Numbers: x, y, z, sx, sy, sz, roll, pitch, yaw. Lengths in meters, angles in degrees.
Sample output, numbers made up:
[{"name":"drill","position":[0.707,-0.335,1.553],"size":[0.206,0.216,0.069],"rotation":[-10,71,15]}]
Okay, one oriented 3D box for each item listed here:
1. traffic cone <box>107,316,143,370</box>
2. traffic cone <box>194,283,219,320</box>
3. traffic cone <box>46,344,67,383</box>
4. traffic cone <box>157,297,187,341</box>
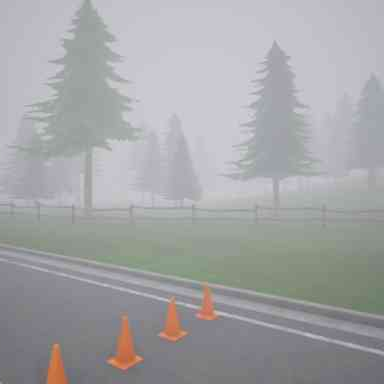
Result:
[{"name":"traffic cone","position":[-0.891,1.955,4.423],"size":[0.340,0.580,0.340],"rotation":[0,0,36]},{"name":"traffic cone","position":[0.272,1.956,6.051],"size":[0.340,0.580,0.340],"rotation":[0,0,36]},{"name":"traffic cone","position":[-1.472,1.955,3.610],"size":[0.340,0.580,0.340],"rotation":[0,0,36]},{"name":"traffic cone","position":[-0.310,1.956,5.237],"size":[0.340,0.580,0.340],"rotation":[0,0,36]}]
